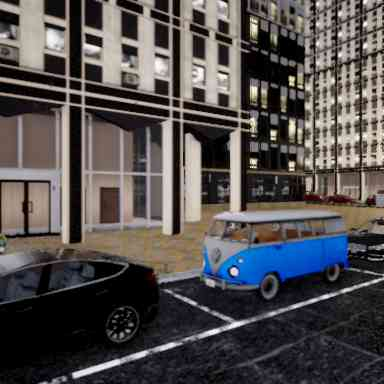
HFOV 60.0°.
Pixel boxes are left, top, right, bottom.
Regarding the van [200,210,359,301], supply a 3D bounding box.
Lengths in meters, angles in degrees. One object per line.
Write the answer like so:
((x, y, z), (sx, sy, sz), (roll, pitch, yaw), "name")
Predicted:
((2.091, 1.345, 8.052), (3.998, 1.788, 1.690), (0, 0, -36), "van")

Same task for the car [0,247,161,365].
((-2.507, 1.566, 4.771), (4.313, 1.339, 1.947), (0, 0, -36), "car")

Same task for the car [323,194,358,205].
((21.644, 1.142, 47.817), (1.802, 1.307, 4.206), (1, 0, -36), "car")

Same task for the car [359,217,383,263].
((6.690, 1.559, 11.332), (4.403, 1.369, 2.008), (0, 0, -35), "car")

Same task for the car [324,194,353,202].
((25.172, 1.029, 57.279), (1.802, 1.307, 4.206), (1, 0, -36), "car")

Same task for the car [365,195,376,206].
((24.895, 1.108, 43.285), (1.967, 1.590, 4.097), (1, 0, -36), "car")

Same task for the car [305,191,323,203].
((18.404, 0.768, 52.346), (2.192, 1.841, 5.009), (1, 0, -36), "car")
